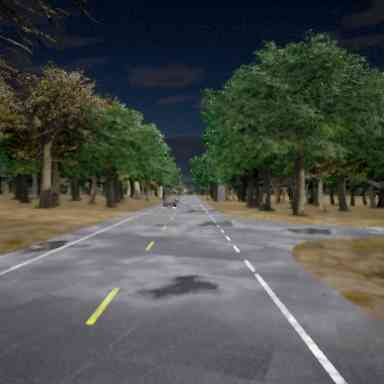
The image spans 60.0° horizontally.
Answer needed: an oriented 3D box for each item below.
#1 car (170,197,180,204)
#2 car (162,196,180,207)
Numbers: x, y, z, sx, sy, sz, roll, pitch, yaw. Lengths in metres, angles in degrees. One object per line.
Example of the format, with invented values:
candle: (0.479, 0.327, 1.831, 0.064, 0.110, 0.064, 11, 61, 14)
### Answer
car: (-3.489, 1.797, 69.182, 1.812, 1.442, 4.674, 0, 0, 0)
car: (-3.563, 1.535, 53.483, 2.097, 1.767, 4.553, 0, 0, 0)
